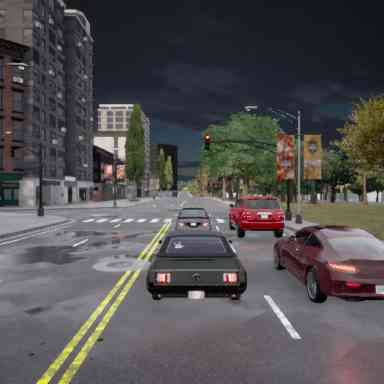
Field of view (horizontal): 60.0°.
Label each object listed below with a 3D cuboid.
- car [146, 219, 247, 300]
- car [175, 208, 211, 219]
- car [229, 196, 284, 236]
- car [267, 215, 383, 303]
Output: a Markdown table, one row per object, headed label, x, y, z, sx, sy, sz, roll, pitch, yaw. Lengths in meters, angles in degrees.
| label | x | y | z | sx | sy | sz | roll | pitch | yaw |
| --- | --- | --- | --- | --- | --- | --- | --- | --- | --- |
| car | 0.081 | 1.599 | 8.324 | 1.895 | 1.301 | 4.718 | 0 | 0 | 0 |
| car | 0.060 | 1.543 | 17.916 | 2.033 | 1.411 | 5.357 | 0 | 0 | 0 |
| car | 3.309 | 1.217 | 17.877 | 2.150 | 2.045 | 5.566 | 0 | 0 | 0 |
| car | 3.334 | 1.524 | 8.065 | 1.812 | 1.442 | 4.674 | 0 | 0 | 0 |
